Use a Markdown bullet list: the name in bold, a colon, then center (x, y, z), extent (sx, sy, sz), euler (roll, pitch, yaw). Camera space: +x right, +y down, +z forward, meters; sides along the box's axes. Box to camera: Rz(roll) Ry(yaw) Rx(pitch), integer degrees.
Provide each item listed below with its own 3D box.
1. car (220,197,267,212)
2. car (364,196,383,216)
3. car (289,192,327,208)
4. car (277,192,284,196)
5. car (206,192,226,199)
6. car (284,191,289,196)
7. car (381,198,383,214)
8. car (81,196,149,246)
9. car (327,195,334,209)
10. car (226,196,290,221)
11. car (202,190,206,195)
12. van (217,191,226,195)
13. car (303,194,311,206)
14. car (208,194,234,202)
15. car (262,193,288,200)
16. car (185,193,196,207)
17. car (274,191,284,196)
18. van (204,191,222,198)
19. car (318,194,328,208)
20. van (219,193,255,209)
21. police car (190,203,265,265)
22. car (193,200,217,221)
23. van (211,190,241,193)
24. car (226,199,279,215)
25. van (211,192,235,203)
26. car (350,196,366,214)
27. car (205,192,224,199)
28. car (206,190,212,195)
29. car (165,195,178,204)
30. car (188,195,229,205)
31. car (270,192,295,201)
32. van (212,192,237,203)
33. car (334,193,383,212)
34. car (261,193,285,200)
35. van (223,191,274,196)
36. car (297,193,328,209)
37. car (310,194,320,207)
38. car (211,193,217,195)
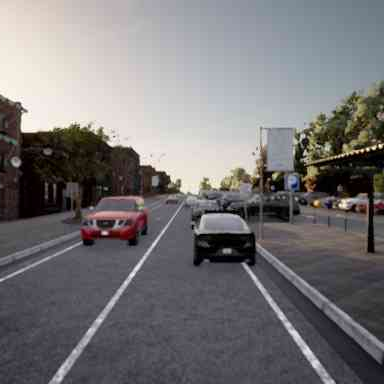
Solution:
- **car**: center (5.717, 1.388, 37.602), extent (5.008, 1.535, 2.097), euler (0, 0, 0)
- **car**: center (18.817, 1.418, 30.051), extent (5.008, 1.535, 2.097), euler (0, 0, 0)
- **car**: center (18.754, 1.044, 52.260), extent (5.566, 2.045, 2.435), euler (0, 1, 0)
- **car**: center (18.958, 1.201, 60.590), extent (5.366, 1.575, 1.946), euler (0, 1, 0)
- **car**: center (5.636, 0.857, 79.657), extent (4.553, 1.767, 2.185), euler (0, 1, 0)
- **car**: center (18.808, 1.017, 55.037), extent (5.566, 2.045, 2.435), euler (0, 1, 0)
- **car**: center (18.822, 1.429, 27.276), extent (4.892, 1.521, 2.231), euler (0, 0, 0)
- **car**: center (-3.349, 1.206, 15.541), extent (2.150, 2.045, 5.566), euler (0, 0, 0)
- **car**: center (18.795, 1.388, 38.378), extent (4.892, 1.521, 2.231), euler (0, 0, 0)
- **car**: center (5.548, 1.417, 29.192), extent (5.366, 1.575, 1.946), euler (0, 0, 0)
- **car**: center (5.646, 0.796, 74.050), extent (5.566, 2.045, 2.435), euler (0, 1, 0)
- **van**: center (5.602, 1.151, 40.408), extent (4.442, 1.987, 1.878), euler (0, 0, 0)
- **car**: center (18.760, 1.374, 46.705), extent (4.792, 1.488, 2.163), euler (0, 1, 0)
- **car**: center (5.679, 1.145, 65.644), extent (4.892, 1.521, 2.231), euler (0, 1, 0)
- **car**: center (18.568, 1.041, 74.468), extent (5.366, 1.575, 1.946), euler (0, 1, 0)
- **car**: center (0.010, 1.339, 48.209), extent (1.812, 1.442, 4.674), euler (0, 0, 0)
- **car**: center (18.797, 0.921, 63.363), extent (5.566, 2.045, 2.435), euler (0, 1, 0)
- **van**: center (5.539, 0.660, 88.065), extent (4.442, 1.987, 1.878), euler (0, 1, 0)
- **car**: center (18.792, 1.374, 41.156), extent (5.008, 1.535, 2.097), euler (0, 0, 0)
- **van**: center (5.831, 1.136, 43.210), extent (4.442, 1.987, 1.878), euler (0, 0, 0)
- **police car**: center (0.976, 1.422, 11.782), extent (1.930, 1.638, 5.238), euler (0, 0, 0)
- **car**: center (0.976, 1.443, 27.692), extent (1.837, 1.490, 4.892), euler (0, 0, 0)
- **van**: center (5.817, 1.047, 54.430), extent (4.442, 1.987, 1.878), euler (0, 1, 0)
- **car**: center (5.732, 1.449, 31.996), extent (4.674, 1.452, 2.002), euler (0, 0, 0)
- **van**: center (5.806, 0.951, 62.838), extent (4.442, 1.987, 1.878), euler (0, 1, 0)
- **car**: center (18.813, 1.407, 32.827), extent (5.008, 1.535, 2.097), euler (0, 0, 0)
- **car**: center (5.632, 0.825, 82.461), extent (4.553, 1.767, 2.185), euler (0, 1, 0)
- **car**: center (5.668, 0.990, 57.230), extent (5.566, 2.045, 2.435), euler (0, 1, 0)
- **car**: center (-3.323, 1.278, 55.751), extent (1.812, 1.442, 4.674), euler (0, 1, 0)
- **car**: center (0.976, 1.313, 21.654), extent (2.097, 1.767, 4.553), euler (0, 0, 0)
- **car**: center (18.792, 0.982, 68.917), extent (4.553, 1.767, 2.185), euler (0, 1, 0)
- **van**: center (5.809, 0.983, 60.035), extent (4.442, 1.987, 1.878), euler (0, 1, 0)
- **car**: center (18.776, 1.146, 35.602), extent (5.566, 2.045, 2.435), euler (0, 0, 0)
- **car**: center (18.755, 1.013, 77.245), extent (4.892, 1.521, 2.231), euler (0, 1, 0)
- **van**: center (5.843, 1.173, 34.798), extent (4.442, 1.987, 1.878), euler (0, 0, 0)
- **car**: center (18.815, 1.350, 49.488), extent (4.792, 1.488, 2.163), euler (0, 1, 0)
- **car**: center (18.978, 1.356, 43.933), extent (5.366, 1.575, 1.946), euler (0, 0, 0)
- **car**: center (5.710, 1.300, 51.625), extent (4.892, 1.521, 2.231), euler (0, 1, 0)
